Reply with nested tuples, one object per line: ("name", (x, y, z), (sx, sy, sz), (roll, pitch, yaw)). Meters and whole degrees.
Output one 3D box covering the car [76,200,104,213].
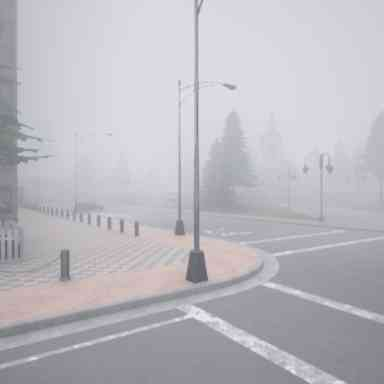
("car", (-11.343, 1.549, 36.954), (1.895, 1.301, 4.718), (0, 0, -35))
